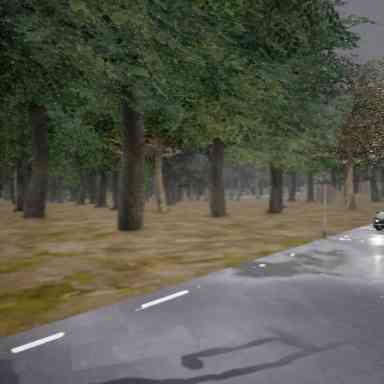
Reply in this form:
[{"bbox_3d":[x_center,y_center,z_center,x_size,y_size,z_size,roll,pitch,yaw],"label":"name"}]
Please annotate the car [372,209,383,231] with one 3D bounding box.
[{"bbox_3d":[11.197,1.299,17.642,2.033,1.411,5.357,3,2,41],"label":"car"}]
